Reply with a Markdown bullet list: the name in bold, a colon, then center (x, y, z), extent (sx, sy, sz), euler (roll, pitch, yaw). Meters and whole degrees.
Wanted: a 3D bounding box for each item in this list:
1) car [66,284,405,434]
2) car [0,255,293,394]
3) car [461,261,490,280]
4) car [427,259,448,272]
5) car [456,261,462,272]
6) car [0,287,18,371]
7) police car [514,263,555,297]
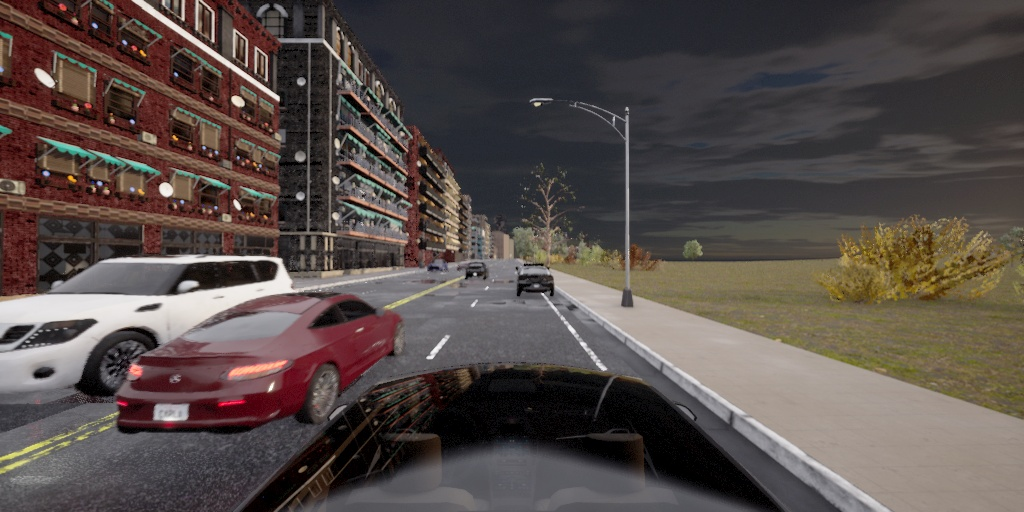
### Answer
- **car**: center (-3.147, 1.286, 5.616), extent (1.812, 1.442, 4.674), euler (0, 0, 0)
- **car**: center (-6.597, 0.985, 6.909), extent (2.150, 2.045, 5.566), euler (0, 0, 0)
- **car**: center (-3.108, 1.329, 32.559), extent (1.837, 1.490, 4.892), euler (0, -1, 0)
- **car**: center (-9.784, 1.214, 47.425), extent (2.097, 1.767, 4.553), euler (0, 0, 0)
- **car**: center (-6.530, 1.394, 50.082), extent (1.812, 1.442, 4.674), euler (0, 0, 0)
- **car**: center (-9.849, 1.282, 4.147), extent (1.812, 1.442, 4.674), euler (0, 0, 0)
- **police car**: center (1.161, 1.221, 19.531), extent (1.930, 1.638, 5.238), euler (0, 0, 0)
